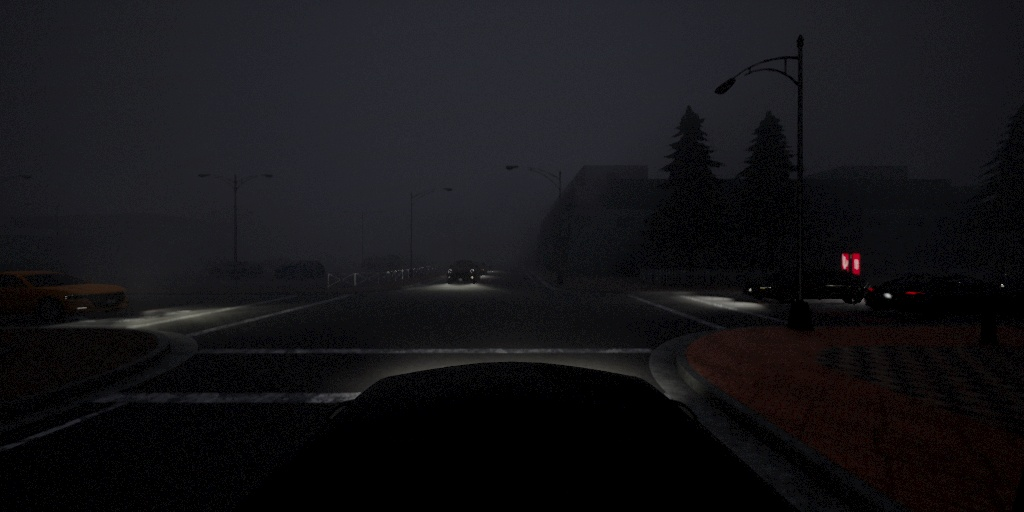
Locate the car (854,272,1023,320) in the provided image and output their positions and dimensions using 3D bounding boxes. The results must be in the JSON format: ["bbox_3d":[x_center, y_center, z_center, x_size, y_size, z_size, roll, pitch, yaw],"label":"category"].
[{"bbox_3d":[14.792,1.322,12.234,4.181,1.385,1.994,0,0,-1],"label":"car"}]

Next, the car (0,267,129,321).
[{"bbox_3d":[-15.818,1.236,11.885,5.008,1.535,1.882,0,0,-1],"label":"car"}]

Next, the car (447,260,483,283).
[{"bbox_3d":[-3.635,1.084,27.483,2.097,1.767,4.553,0,0,0],"label":"car"}]

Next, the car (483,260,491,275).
[{"bbox_3d":[-3.664,1.272,38.472,2.033,1.411,5.357,0,0,0],"label":"car"}]

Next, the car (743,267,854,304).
[{"bbox_3d":[12.968,1.260,15.914,4.892,1.490,1.837,0,0,-1],"label":"car"}]

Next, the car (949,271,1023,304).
[{"bbox_3d":[23.043,1.356,16.037,4.718,1.301,1.895,0,0,-1],"label":"car"}]

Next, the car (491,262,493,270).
[{"bbox_3d":[-3.669,1.243,49.434,1.812,1.442,4.674,0,0,0],"label":"car"}]
